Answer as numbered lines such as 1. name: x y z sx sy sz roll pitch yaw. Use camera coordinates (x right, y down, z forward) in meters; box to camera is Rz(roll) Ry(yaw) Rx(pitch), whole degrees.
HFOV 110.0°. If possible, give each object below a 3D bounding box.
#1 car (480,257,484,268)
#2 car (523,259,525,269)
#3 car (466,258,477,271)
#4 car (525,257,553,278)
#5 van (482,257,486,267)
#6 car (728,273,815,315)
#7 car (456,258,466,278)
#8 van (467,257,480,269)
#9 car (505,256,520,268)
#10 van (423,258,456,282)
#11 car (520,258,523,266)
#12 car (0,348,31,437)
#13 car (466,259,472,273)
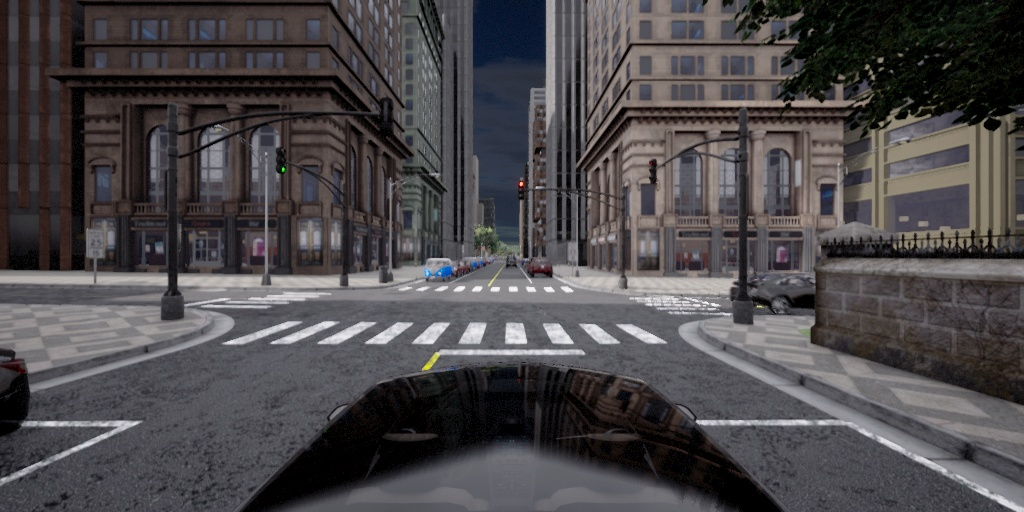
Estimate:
1. car: -5.870 1.285 55.690 1.888 1.381 4.507 0 0 0
2. car: 2.688 1.049 39.391 2.192 1.841 5.009 0 0 0
3. car: -5.849 1.302 44.807 1.948 1.339 4.313 0 0 0
4. car: 2.699 1.048 33.951 2.192 1.841 5.009 0 0 0
5. van: -5.881 1.083 61.131 1.690 1.789 3.998 0 0 0
6. car: 11.159 1.440 13.981 4.902 1.511 2.128 1 0 -1
7. car: -5.827 1.173 33.925 1.967 1.591 4.097 0 0 0
8. van: -5.860 1.079 50.248 1.690 1.789 3.998 0 0 0
9. car: -0.063 1.246 59.140 1.837 1.490 4.892 0 0 1
10. van: -5.816 1.074 28.484 1.690 1.789 3.998 0 0 0
11. car: 2.655 1.291 55.713 2.007 1.370 4.403 0 0 0
12. car: -5.763 1.315 1.827 1.948 1.339 4.313 0 0 0
13. car: -5.838 1.279 39.366 1.888 1.381 4.507 0 0 0
